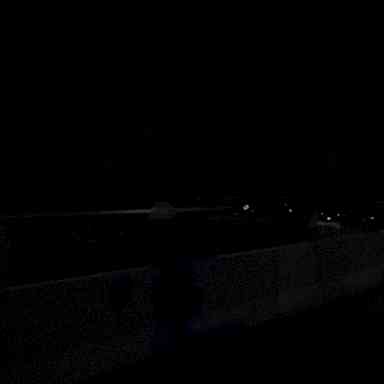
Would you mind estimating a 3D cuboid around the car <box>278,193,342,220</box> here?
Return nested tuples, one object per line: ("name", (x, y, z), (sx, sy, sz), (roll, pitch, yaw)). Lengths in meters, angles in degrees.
("car", (9.991, 1.076, 27.072), (5.566, 2.045, 2.150), (0, 0, -30))

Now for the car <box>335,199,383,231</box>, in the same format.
("car", (10.960, 1.351, 19.515), (5.008, 1.535, 1.882), (0, 0, -31))

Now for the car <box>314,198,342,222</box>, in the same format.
("car", (11.626, 1.401, 23.972), (5.357, 1.411, 2.033), (0, 0, -30))

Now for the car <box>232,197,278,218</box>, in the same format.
("car", (5.611, 1.217, 28.546), (4.553, 1.767, 2.097), (0, 0, -31))
